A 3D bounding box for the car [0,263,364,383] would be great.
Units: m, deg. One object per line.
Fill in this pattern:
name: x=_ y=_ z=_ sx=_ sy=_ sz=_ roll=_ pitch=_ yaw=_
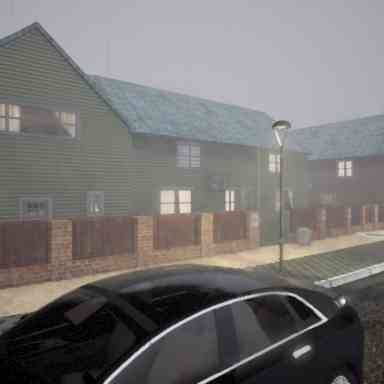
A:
car: x=-0.373 y=1.505 z=2.770 sx=4.892 sy=1.490 sz=1.837 roll=0 pitch=0 yaw=-38
